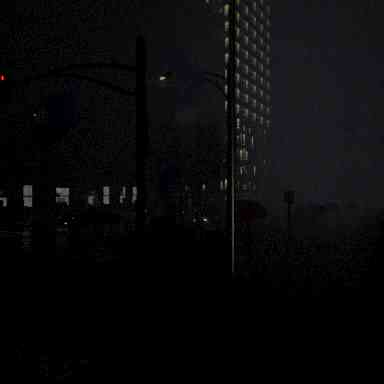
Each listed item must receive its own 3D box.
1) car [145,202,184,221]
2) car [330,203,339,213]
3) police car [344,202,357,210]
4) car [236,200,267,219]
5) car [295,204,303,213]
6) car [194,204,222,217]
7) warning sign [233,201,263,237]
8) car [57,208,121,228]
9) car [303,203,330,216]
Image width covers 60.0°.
[{"bbox_3d":[-2.771,1.838,32.870,2.097,1.767,4.553,0,-1,33],"label":"car"},{"bbox_3d":[22.523,2.532,53.836,1.882,1.535,5.008,0,-1,33],"label":"car"},{"bbox_3d":[31.483,2.741,65.842,1.930,1.638,5.238,0,-1,33],"label":"police car"},{"bbox_3d":[5.767,1.809,33.764,2.150,2.045,5.566,0,-1,33],"label":"car"},{"bbox_3d":[17.777,2.586,52.451,1.895,1.301,4.718,0,-1,33],"label":"car"},{"bbox_3d":[2.086,2.173,40.419,1.812,1.442,4.674,0,-1,33],"label":"car"},{"bbox_3d":[3.132,1.456,18.537,1.300,1.860,1.060,1,1,33],"label":"warning sign"},{"bbox_3d":[-7.686,1.924,25.227,1.895,1.301,4.718,0,-1,33],"label":"car"},{"bbox_3d":[16.994,2.378,45.220,1.837,1.490,4.892,0,-1,33],"label":"car"}]
